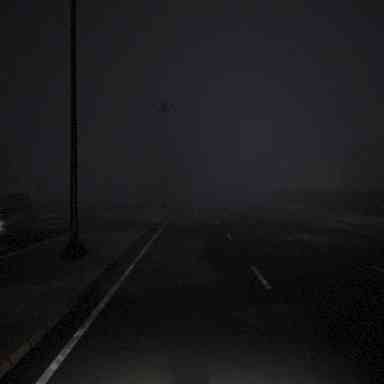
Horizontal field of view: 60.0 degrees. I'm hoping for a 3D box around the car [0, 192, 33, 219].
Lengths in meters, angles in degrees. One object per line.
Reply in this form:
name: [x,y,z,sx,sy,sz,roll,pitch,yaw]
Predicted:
car: [-14.921,1.104,26.738,2.150,2.045,5.566,0,2,0]
